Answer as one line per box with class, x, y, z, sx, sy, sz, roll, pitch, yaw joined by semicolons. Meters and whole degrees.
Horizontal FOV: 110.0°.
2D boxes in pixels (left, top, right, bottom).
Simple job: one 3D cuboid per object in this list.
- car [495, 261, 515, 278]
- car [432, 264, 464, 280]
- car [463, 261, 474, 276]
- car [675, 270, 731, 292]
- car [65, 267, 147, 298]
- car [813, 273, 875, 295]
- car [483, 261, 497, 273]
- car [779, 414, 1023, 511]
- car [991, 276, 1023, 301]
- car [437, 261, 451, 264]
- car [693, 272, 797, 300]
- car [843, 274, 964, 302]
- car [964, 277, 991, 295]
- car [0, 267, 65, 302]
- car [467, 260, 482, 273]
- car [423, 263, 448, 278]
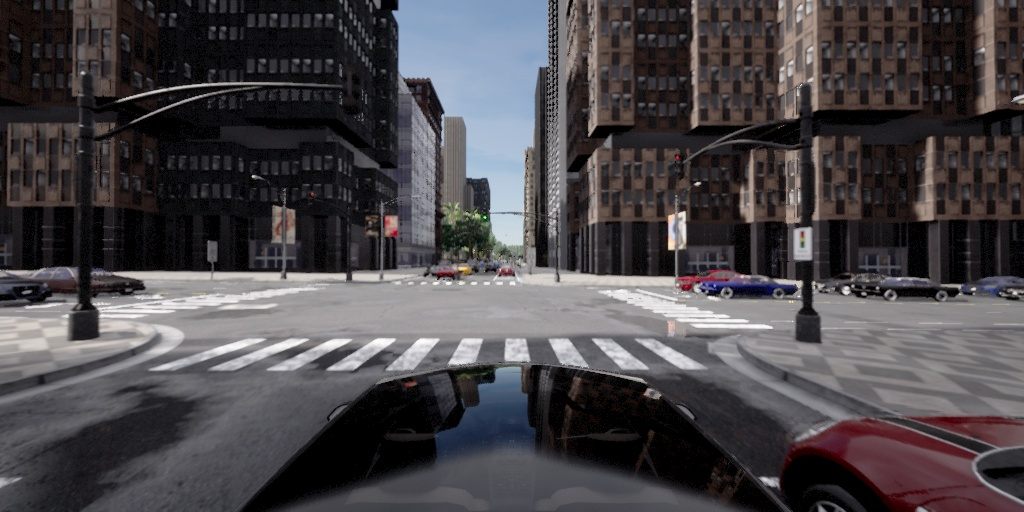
car;-0.607;1.671;42.148;1.967;1.591;4.097;0;0;0
car;-6.463;1.759;36.930;1.895;1.301;4.718;0;-1;1
car;-6.498;1.781;47.325;1.882;1.535;5.008;0;-1;0
car;13.643;1.705;24.113;5.008;1.535;1.882;1;-1;0
car;-20.950;1.213;17.246;5.357;1.411;2.033;1;-1;2
car;23.134;1.870;24.158;4.892;1.490;1.837;1;-1;0
car;-3.382;1.978;59.633;1.837;1.490;4.892;0;-1;0
car;2.763;1.179;0.759;1.967;1.591;4.097;0;0;0
car;31.795;1.962;20.952;4.892;1.490;1.837;1;-1;0
car;-9.167;1.621;47.520;2.192;1.841;5.009;0;0;0
car;13.525;1.792;20.855;4.718;1.301;1.895;1;-1;0
car;22.692;1.925;20.907;4.718;1.301;1.895;1;-1;0
car;33.111;2.075;24.214;4.181;1.385;1.994;1;-1;-1
car;-20.882;1.196;13.961;4.181;1.385;1.994;1;-1;0
car;-6.558;1.669;57.665;2.150;2.045;5.566;0;-1;0
car;-9.132;1.796;42.095;1.948;1.339;4.313;0;0;0
